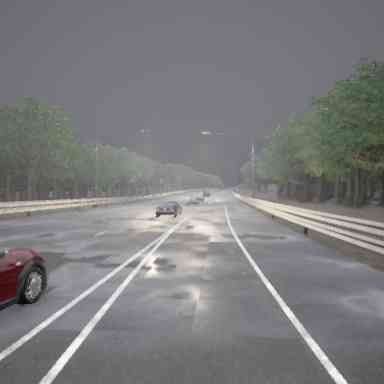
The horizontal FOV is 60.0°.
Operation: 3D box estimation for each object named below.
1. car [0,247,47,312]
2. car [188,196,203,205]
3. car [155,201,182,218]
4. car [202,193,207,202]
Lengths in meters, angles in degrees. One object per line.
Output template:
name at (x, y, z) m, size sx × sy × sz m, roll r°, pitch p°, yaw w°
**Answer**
car at (-4.286, 1.343, 5.311) m, size 2.097 × 1.767 × 4.553 m, roll 0°, pitch 0°, yaw 5°
car at (0.324, 1.527, 57.383) m, size 2.033 × 1.411 × 5.357 m, roll 0°, pitch 0°, yaw 5°
car at (-2.063, 1.536, 30.424) m, size 2.033 × 1.411 × 5.357 m, roll 0°, pitch 0°, yaw 5°
car at (1.833, 1.488, 74.414) m, size 1.895 × 1.301 × 4.718 m, roll 0°, pitch 1°, yaw 5°
